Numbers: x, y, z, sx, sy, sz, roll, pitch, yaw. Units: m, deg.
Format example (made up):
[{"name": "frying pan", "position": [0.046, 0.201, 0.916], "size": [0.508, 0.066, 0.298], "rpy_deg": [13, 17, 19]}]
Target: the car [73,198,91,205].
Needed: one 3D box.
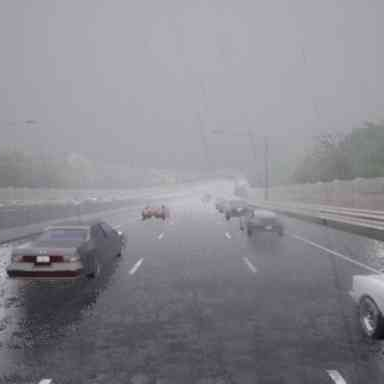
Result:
[{"name": "car", "position": [-19.496, 1.828, 59.292], "size": [2.128, 1.511, 4.902], "rpy_deg": [0, 0, 4]}]

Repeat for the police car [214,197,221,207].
[{"name": "police car", "position": [4.660, 1.818, 50.930], "size": [2.038, 1.542, 4.974], "rpy_deg": [0, -1, 3]}]

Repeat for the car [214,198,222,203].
[{"name": "car", "position": [6.568, 2.111, 83.578], "size": [1.895, 1.301, 4.718], "rpy_deg": [0, 0, 4]}]

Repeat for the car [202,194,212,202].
[{"name": "car", "position": [3.775, 1.990, 93.184], "size": [1.994, 1.385, 4.181], "rpy_deg": [0, 0, 5]}]

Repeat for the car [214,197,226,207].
[{"name": "car", "position": [5.193, 1.765, 61.780], "size": [2.097, 1.767, 4.553], "rpy_deg": [0, 0, 3]}]

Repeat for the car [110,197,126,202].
[{"name": "car", "position": [-12.507, 1.948, 58.915], "size": [1.895, 1.301, 4.718], "rpy_deg": [0, 0, 4]}]

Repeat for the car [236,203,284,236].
[{"name": "car", "position": [3.776, 1.583, 18.521], "size": [1.812, 1.442, 4.674], "rpy_deg": [0, 0, 1]}]

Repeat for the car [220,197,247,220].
[{"name": "car", "position": [3.892, 1.470, 29.120], "size": [2.097, 1.767, 4.553], "rpy_deg": [0, 0, 1]}]

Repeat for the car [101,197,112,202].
[{"name": "car", "position": [-15.768, 1.725, 63.237], "size": [2.097, 1.767, 4.553], "rpy_deg": [0, 0, 3]}]

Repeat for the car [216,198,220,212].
[{"name": "car", "position": [4.225, 1.769, 40.041], "size": [1.994, 1.385, 4.181], "rpy_deg": [0, -1, 2]}]

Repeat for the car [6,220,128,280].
[{"name": "car", "position": [-3.340, 1.568, 10.023], "size": [2.033, 1.411, 5.357], "rpy_deg": [0, 0, 1]}]

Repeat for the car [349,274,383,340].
[{"name": "car", "position": [3.619, 1.610, 3.597], "size": [1.895, 1.301, 4.718], "rpy_deg": [0, 0, 0]}]

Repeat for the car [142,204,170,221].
[{"name": "car", "position": [-3.013, 1.706, 28.572], "size": [1.895, 1.301, 4.718], "rpy_deg": [0, 0, 1]}]
